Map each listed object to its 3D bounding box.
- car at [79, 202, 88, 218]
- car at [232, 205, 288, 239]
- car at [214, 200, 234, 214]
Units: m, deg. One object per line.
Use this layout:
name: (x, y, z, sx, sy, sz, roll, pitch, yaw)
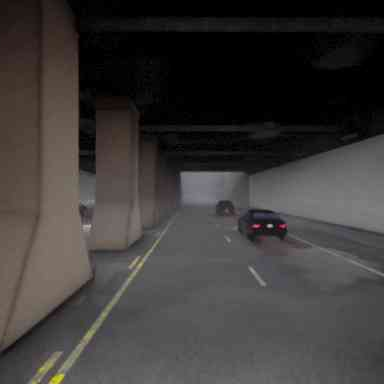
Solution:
car: (-10.566, 1.618, 29.008, 2.128, 1.511, 4.902, 0, 0, 0)
car: (3.617, 1.632, 17.917, 2.033, 1.411, 5.357, 0, 0, 0)
car: (3.638, 1.678, 37.215, 1.837, 1.490, 4.892, 0, 0, 0)
